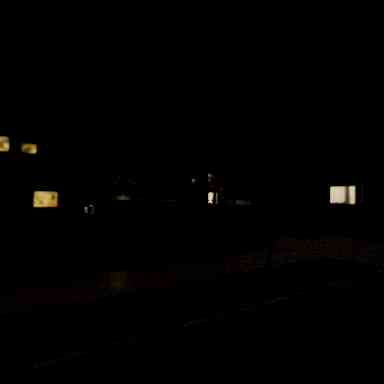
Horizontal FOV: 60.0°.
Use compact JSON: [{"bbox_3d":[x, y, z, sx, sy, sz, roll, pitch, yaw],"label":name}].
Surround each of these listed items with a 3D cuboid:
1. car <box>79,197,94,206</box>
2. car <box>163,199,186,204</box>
[{"bbox_3d":[-15.327,1.386,47.529,2.033,1.411,5.357,1,0,-36],"label":"car"},{"bbox_3d":[-1.367,1.421,28.954,1.882,1.535,5.008,1,0,-37],"label":"car"}]
